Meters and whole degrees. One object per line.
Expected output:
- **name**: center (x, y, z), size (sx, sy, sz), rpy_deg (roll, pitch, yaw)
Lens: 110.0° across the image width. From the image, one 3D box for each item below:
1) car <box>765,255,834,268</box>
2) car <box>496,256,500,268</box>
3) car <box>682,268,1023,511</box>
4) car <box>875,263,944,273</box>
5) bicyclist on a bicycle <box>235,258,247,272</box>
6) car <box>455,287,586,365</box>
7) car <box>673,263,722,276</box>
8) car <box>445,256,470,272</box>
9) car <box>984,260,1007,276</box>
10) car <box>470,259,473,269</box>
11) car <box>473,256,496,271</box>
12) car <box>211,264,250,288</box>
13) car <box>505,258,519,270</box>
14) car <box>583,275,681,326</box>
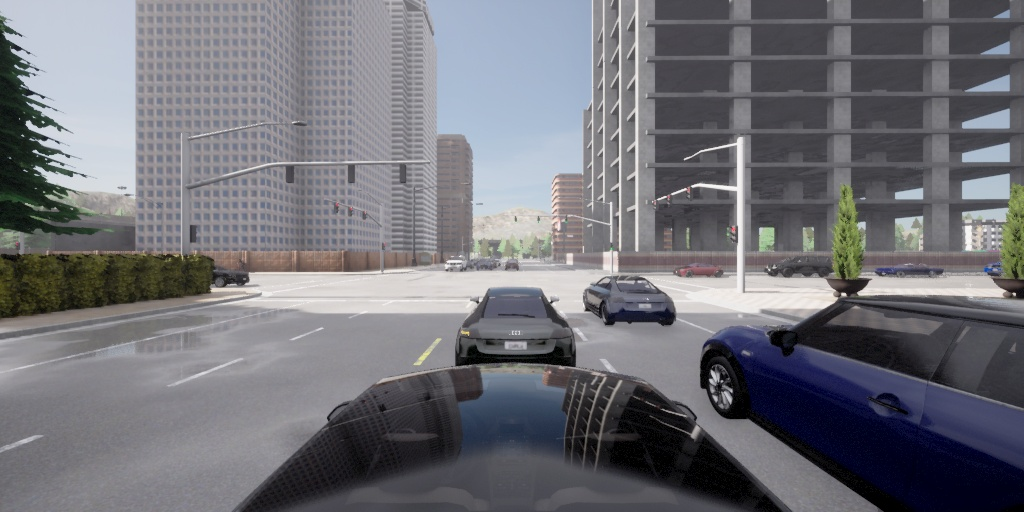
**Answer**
- **car**: center (26.977, 0.971, 33.713), size (5.566, 2.045, 2.150), rpy_deg (0, 0, 1)
- **car**: center (-3.579, 1.102, 58.765), size (2.097, 1.767, 4.553), rpy_deg (0, 0, 1)
- **car**: center (3.600, 1.102, 3.036), size (2.097, 1.767, 4.553), rpy_deg (0, 0, 0)
- **car**: center (37.107, 1.351, 33.638), size (4.718, 1.301, 1.895), rpy_deg (0, 0, 0)
- **bicyclist on a bicycle**: center (-29.385, 1.051, 38.866), size (0.582, 1.620, 1.656), rpy_deg (0, 0, 0)
- **car**: center (0.059, 1.314, 7.395), size (1.994, 1.385, 4.181), rpy_deg (0, 0, 0)
- **car**: center (17.511, 1.314, 33.774), size (4.181, 1.385, 1.994), rpy_deg (0, 0, 0)
- **car**: center (-7.263, 0.971, 47.061), size (2.150, 2.045, 5.566), rpy_deg (0, 0, 1)
- **car**: center (47.986, 0.974, 33.524), size (5.566, 2.045, 2.150), rpy_deg (0, 0, 1)
- **car**: center (-7.124, 1.314, 56.480), size (1.994, 1.385, 4.181), rpy_deg (0, 0, 1)
- **car**: center (-3.721, 1.102, 50.020), size (2.097, 1.767, 4.553), rpy_deg (0, 0, 1)
- **car**: center (-19.869, 1.228, 23.319), size (5.008, 1.535, 1.882), rpy_deg (0, 0, 1)
- **car**: center (0.013, 1.275, 52.748), size (1.812, 1.442, 4.674), rpy_deg (0, 0, 1)
- **car**: center (3.578, 1.314, 11.647), size (1.994, 1.385, 4.181), rpy_deg (0, 0, 0)
